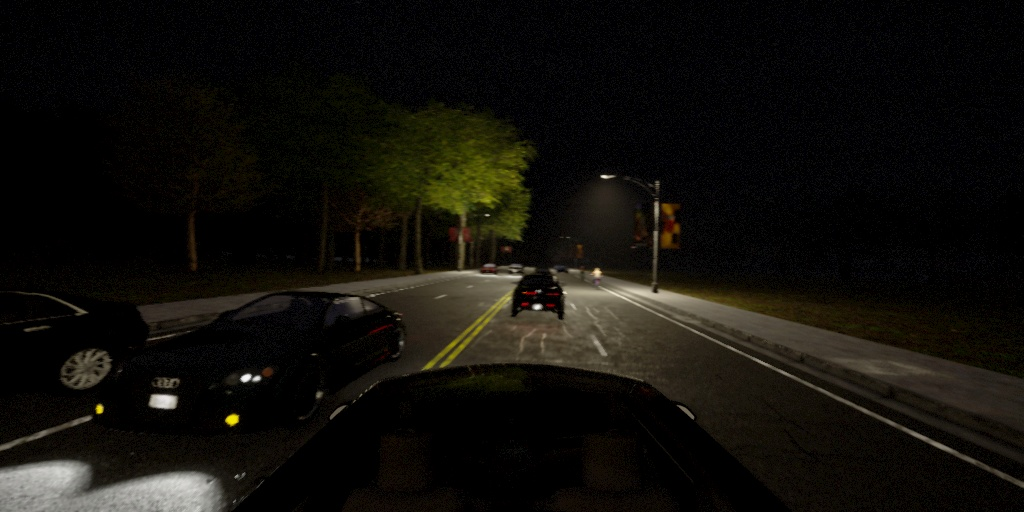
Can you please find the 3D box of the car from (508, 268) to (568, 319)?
[{"bbox_3d":[1.041,1.422,13.973,1.837,1.490,4.892,2,-1,5],"label":"car"}]

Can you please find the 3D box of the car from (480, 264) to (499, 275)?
[{"bbox_3d":[-2.826,1.703,45.667,1.994,1.385,4.181,2,-1,5],"label":"car"}]

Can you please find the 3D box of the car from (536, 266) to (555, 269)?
[{"bbox_3d":[2.692,1.698,32.325,1.812,1.442,4.674,2,-1,5],"label":"car"}]

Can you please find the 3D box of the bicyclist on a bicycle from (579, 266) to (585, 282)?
[{"bbox_3d":[7.123,1.821,36.453,0.582,1.620,1.656,2,-1,5],"label":"bicyclist on a bicycle"}]

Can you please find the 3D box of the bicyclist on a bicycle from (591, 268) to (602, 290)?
[{"bbox_3d":[6.242,1.663,26.403,0.866,1.612,1.509,2,-1,5],"label":"bicyclist on a bicycle"}]

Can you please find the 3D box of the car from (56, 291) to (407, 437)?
[{"bbox_3d":[-3.191,1.247,5.453,1.994,1.385,4.181,2,-1,5],"label":"car"}]

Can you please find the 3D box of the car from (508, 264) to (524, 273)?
[{"bbox_3d":[0.610,1.770,47.557,2.128,1.511,4.902,2,-1,5],"label":"car"}]

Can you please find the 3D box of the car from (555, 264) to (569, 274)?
[{"bbox_3d":[8.447,2.291,60.029,1.895,1.301,4.718,2,-1,5],"label":"car"}]

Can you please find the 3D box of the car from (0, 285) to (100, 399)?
[{"bbox_3d":[-6.631,1.051,3.452,1.837,1.490,4.892,2,-1,5],"label":"car"}]
